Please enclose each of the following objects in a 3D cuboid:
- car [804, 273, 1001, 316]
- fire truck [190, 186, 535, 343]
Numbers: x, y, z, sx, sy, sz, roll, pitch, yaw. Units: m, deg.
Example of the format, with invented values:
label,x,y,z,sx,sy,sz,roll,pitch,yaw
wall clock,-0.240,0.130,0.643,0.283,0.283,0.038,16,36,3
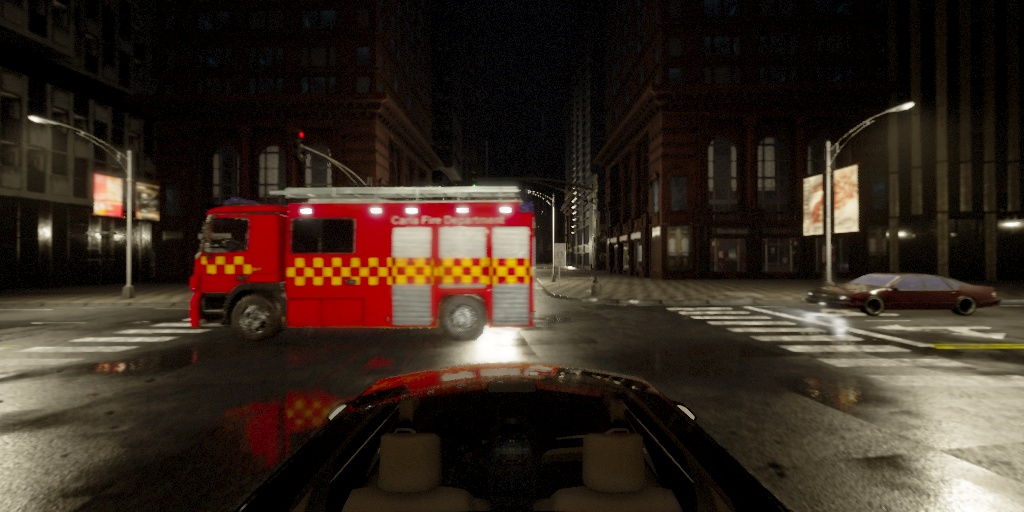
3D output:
label,x,y,z,sx,sy,sz,roll,pitch,yaw
car,13.833,1.312,12.869,5.357,1.411,2.033,0,0,1
fire truck,-3.564,0.182,9.890,8.468,3.827,2.891,0,-1,1
